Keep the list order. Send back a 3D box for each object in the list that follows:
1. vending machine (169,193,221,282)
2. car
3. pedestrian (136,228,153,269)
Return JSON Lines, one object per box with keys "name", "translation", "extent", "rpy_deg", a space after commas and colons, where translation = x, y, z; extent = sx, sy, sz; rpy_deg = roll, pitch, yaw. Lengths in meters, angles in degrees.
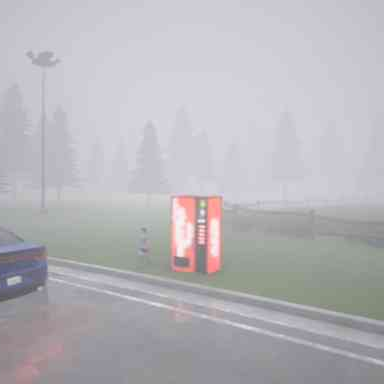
{"name": "vending machine", "translation": [0.107, 1.084, 8.623], "extent": [0.880, 2.100, 1.100], "rpy_deg": [1, 1, 32]}
{"name": "car", "translation": [-5.191, 1.335, 6.982], "extent": [5.008, 1.535, 1.882], "rpy_deg": [1, 1, 30]}
{"name": "pedestrian", "translation": [-1.225, 1.398, 8.573], "extent": [0.500, 1.100, 0.500], "rpy_deg": [1, 1, 32]}
